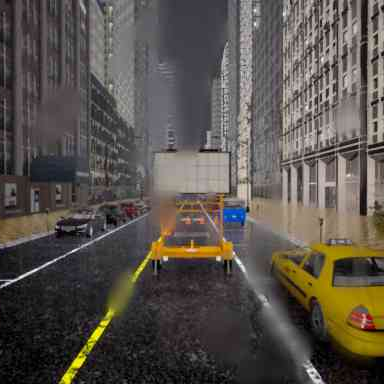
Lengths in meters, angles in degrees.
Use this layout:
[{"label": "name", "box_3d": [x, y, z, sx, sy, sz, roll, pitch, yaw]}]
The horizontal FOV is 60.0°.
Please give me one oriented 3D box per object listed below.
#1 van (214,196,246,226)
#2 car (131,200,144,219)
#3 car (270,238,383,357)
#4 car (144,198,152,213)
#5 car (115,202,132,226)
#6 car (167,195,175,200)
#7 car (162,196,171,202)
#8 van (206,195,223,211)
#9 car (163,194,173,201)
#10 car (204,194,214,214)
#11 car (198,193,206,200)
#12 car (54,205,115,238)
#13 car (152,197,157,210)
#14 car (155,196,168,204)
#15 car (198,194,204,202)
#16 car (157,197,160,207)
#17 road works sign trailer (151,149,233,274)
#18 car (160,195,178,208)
[{"label": "van", "box_3d": [2.682, 1.335, 23.138, 1.690, 1.788, 3.998, -1, 0, 0]}, {"label": "car", "box_3d": [-5.696, 1.537, 28.822, 1.887, 1.381, 4.507, -1, 0, 0]}, {"label": "car", "box_3d": [2.683, 1.524, 6.257, 1.752, 1.417, 4.829, -1, 0, 0]}, {"label": "car", "box_3d": [-5.696, 1.541, 34.506, 2.008, 1.369, 4.403, -1, 0, 0]}, {"label": "car", "box_3d": [-5.696, 1.559, 23.139, 1.947, 1.339, 4.313, -1, 0, 0]}, {"label": "car", "box_3d": [-5.693, 1.498, 91.173, 1.752, 1.417, 4.829, -1, 0, 0]}, {"label": "car", "box_3d": [-5.693, 1.560, 74.291, 1.802, 1.307, 4.206, -1, 0, 0]}, {"label": "van", "box_3d": [2.683, 1.330, 40.189, 1.690, 1.788, 3.998, -1, 0, 0]}, {"label": "car", "box_3d": [-5.694, 1.417, 79.975, 1.967, 1.590, 4.097, -1, 0, 0]}, {"label": "car", "box_3d": [2.682, 1.306, 34.506, 2.192, 1.841, 5.009, -1, 0, 0]}, {"label": "car", "box_3d": [2.686, 1.287, 91.343, 2.192, 1.841, 5.009, -1, 0, 0]}, {"label": "car", "box_3d": [-5.697, 1.546, 17.455, 2.008, 1.369, 4.403, -1, 0, 0]}, {"label": "car", "box_3d": [-5.695, 1.571, 40.190, 1.802, 1.307, 4.206, -1, 0, 0]}, {"label": "car", "box_3d": [-5.694, 1.533, 62.924, 2.008, 1.369, 4.403, -1, 0, 0]}, {"label": "car", "box_3d": [2.686, 1.533, 62.923, 2.008, 1.369, 4.403, -1, 0, 0]}, {"label": "car", "box_3d": [-5.695, 1.537, 51.557, 2.008, 1.369, 4.403, -1, 0, 0]}, {"label": "road works sign trailer", "box_3d": [0.002, 0.461, 10.486, 2.380, 3.560, 2.880, 0, 0, 0]}, {"label": "car", "box_3d": [-2.998, 1.551, 46.865, 1.994, 1.385, 4.181, 0, 0, 0]}]
